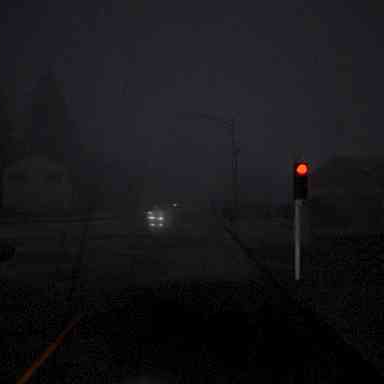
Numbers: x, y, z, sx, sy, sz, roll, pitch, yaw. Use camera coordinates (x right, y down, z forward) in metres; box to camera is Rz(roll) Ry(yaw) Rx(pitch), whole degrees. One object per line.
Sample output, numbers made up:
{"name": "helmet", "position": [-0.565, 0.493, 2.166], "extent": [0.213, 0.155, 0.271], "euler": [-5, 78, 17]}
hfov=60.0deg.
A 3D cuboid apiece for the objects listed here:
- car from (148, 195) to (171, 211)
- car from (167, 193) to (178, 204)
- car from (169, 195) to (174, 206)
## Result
{"name": "car", "position": [-4.085, 1.491, 40.057], "extent": [2.128, 1.511, 4.902], "euler": [0, 0, 0]}
{"name": "car", "position": [-4.014, 1.219, 65.407], "extent": [2.150, 2.045, 5.566], "euler": [0, 0, 0]}
{"name": "car", "position": [-4.072, 1.526, 50.060], "extent": [1.812, 1.442, 4.674], "euler": [0, 0, 0]}
